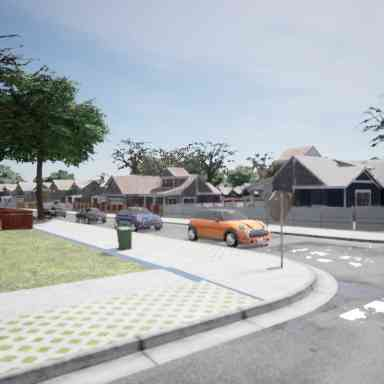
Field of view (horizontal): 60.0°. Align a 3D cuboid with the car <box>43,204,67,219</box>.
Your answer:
[{"bbox_3d":[-17.695,2.625,42.937,1.837,1.490,4.892,0,-2,-38],"label":"car"}]

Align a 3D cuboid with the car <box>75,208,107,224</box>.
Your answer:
[{"bbox_3d":[-10.048,2.324,32.917,1.837,1.490,4.892,0,-1,-37],"label":"car"}]

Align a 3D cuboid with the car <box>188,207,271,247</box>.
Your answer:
[{"bbox_3d":[1.746,1.657,16.787,2.097,1.767,4.553,0,-1,-36],"label":"car"}]

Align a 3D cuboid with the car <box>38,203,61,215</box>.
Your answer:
[{"bbox_3d":[-23.370,2.741,54.449,2.097,1.767,4.553,0,-1,-41],"label":"car"}]

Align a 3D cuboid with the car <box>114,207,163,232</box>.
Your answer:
[{"bbox_3d":[-4.044,1.917,24.776,2.097,1.767,4.553,0,-1,-36],"label":"car"}]
